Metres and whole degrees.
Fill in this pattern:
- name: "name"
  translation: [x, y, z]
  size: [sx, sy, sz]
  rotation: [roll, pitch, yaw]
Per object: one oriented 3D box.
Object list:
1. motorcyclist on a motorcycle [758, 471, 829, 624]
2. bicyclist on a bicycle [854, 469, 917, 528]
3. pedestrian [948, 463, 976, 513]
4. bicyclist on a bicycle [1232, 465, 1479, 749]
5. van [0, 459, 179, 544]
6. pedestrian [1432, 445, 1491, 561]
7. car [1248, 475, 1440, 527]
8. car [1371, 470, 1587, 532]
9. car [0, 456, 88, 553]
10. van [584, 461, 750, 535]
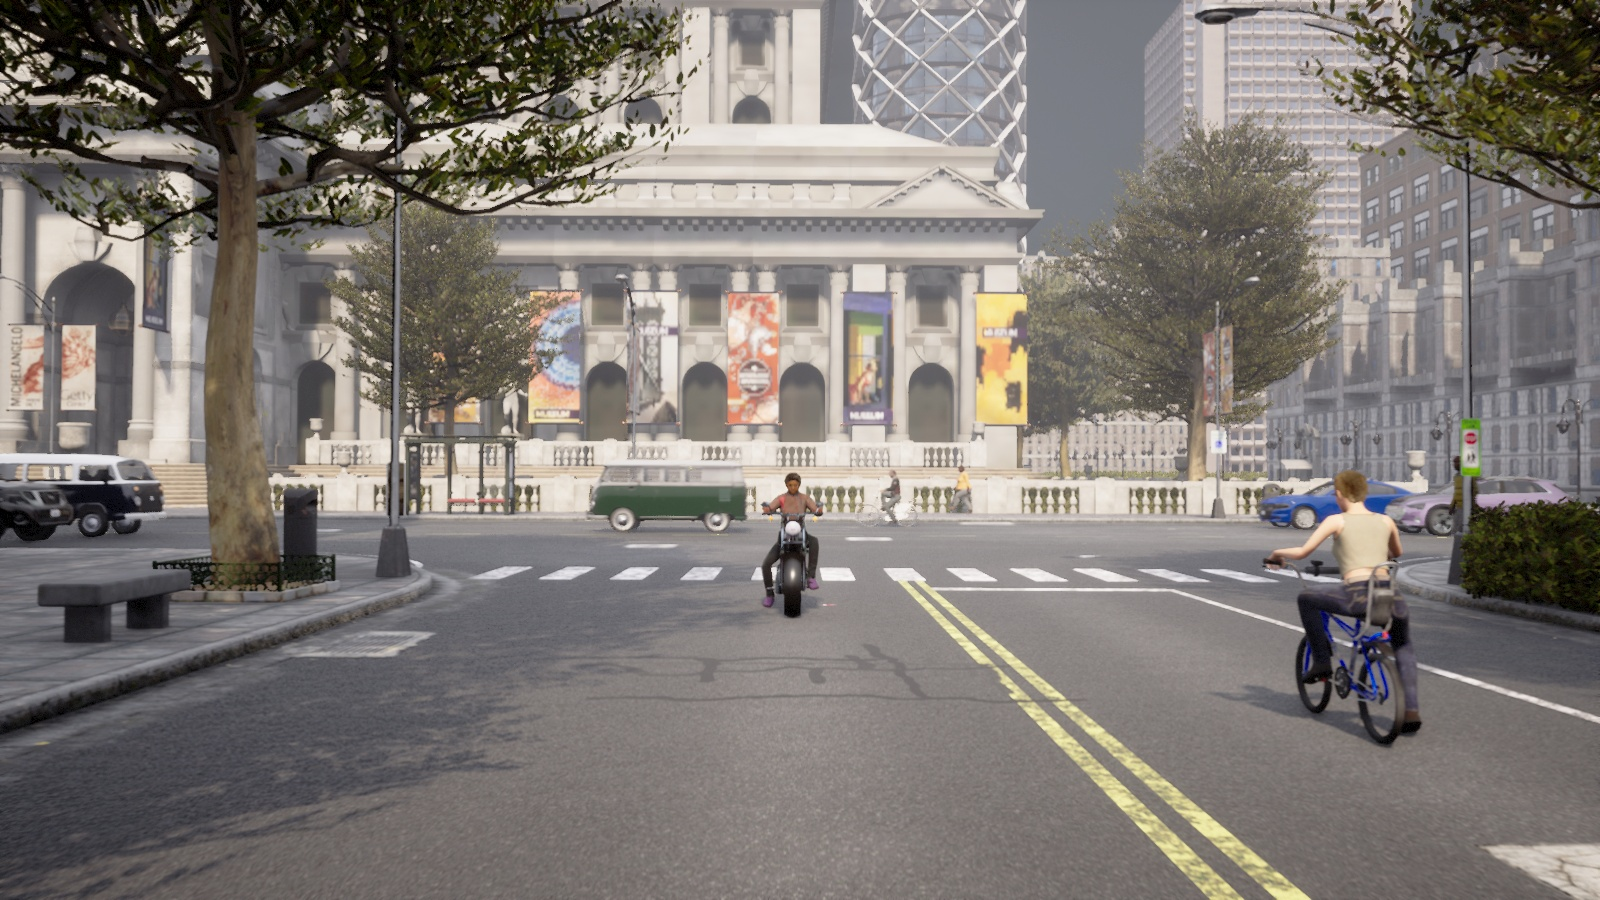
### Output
- name: "motorcyclist on a motorcycle"
  translation: [-0.074, 1.079, 14.826]
  size: [0.766, 1.649, 2.350]
  rotation: [0, -1, 0]
- name: "bicyclist on a bicycle"
  translation: [2.599, 1.475, 38.312]
  size: [1.843, 1.776, 0.659]
  rotation: [0, -1, -1]
- name: "pedestrian"
  translation: [6.087, 1.431, 47.207]
  size: [0.900, 1.855, 0.874]
  rotation: [0, -1, 0]
- name: "bicyclist on a bicycle"
  translation: [3.427, 0.908, 7.920]
  size: [0.866, 1.612, 1.509]
  rotation: [0, -1, 0]
- name: "van"
  translation: [-18.223, 1.267, 31.276]
  size: [4.480, 2.038, 2.069]
  rotation: [0, -1, 0]
- name: "pedestrian"
  translation: [10.638, 0.848, 20.212]
  size: [0.726, 1.835, 0.370]
  rotation: [0, -1, 0]
- name: "car"
  translation: [16.509, 1.525, 38.260]
  size: [5.008, 1.535, 1.882]
  rotation: [0, -1, -1]
- name: "car"
  translation: [18.716, 1.396, 34.754]
  size: [4.856, 1.649, 2.033]
  rotation: [0, -1, -1]
- name: "car"
  translation: [-19.141, 1.193, 27.777]
  size: [5.566, 2.045, 2.150]
  rotation: [0, -1, 0]
- name: "van"
  translation: [-3.629, 1.310, 34.790]
  size: [4.442, 1.987, 1.775]
  rotation: [0, -1, -1]
